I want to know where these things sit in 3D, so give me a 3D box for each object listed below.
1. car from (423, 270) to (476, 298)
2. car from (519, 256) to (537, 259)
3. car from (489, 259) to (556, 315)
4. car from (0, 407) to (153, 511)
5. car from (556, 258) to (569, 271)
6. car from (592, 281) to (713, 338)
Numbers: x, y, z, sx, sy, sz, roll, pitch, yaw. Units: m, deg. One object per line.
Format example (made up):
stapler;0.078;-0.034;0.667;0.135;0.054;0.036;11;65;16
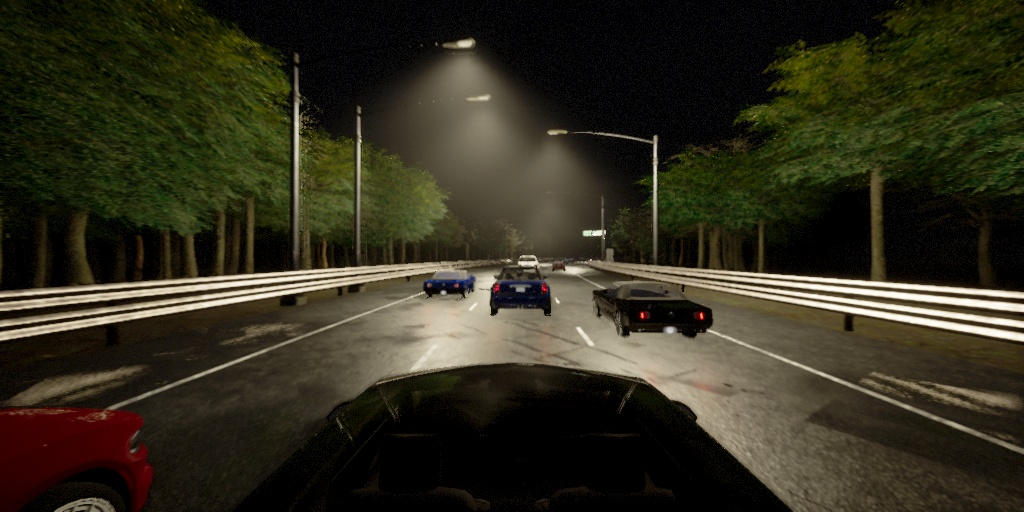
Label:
car;-3.009;1.369;18.417;1.895;1.301;4.718;0;0;2
car;1.696;1.019;36.659;2.150;2.045;5.566;0;0;5
car;0.335;1.119;13.853;2.097;1.767;4.553;0;0;2
car;-3.371;1.221;0.333;1.882;1.535;5.008;0;0;0
car;6.555;1.362;50.366;2.033;1.411;5.357;0;0;7
car;3.605;1.368;10.255;1.895;1.301;4.718;0;0;1
